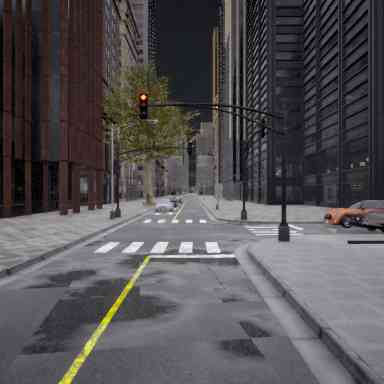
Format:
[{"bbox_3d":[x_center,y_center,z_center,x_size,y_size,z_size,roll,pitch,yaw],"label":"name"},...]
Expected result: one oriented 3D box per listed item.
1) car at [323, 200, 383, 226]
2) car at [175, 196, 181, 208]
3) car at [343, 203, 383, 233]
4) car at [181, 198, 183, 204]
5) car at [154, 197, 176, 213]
[{"bbox_3d":[10.855,1.311,21.207,4.553,1.767,2.097,0,0,0],"label":"car"},{"bbox_3d":[-3.070,1.570,49.613,2.033,1.411,5.357,0,0,0],"label":"car"},{"bbox_3d":[11.534,1.491,18.108,5.357,1.411,2.033,0,0,0],"label":"car"},{"bbox_3d":[-2.970,1.598,67.487,1.812,1.442,4.674,0,0,0],"label":"car"},{"bbox_3d":[-3.079,1.534,37.680,1.812,1.442,4.674,0,0,0],"label":"car"}]
